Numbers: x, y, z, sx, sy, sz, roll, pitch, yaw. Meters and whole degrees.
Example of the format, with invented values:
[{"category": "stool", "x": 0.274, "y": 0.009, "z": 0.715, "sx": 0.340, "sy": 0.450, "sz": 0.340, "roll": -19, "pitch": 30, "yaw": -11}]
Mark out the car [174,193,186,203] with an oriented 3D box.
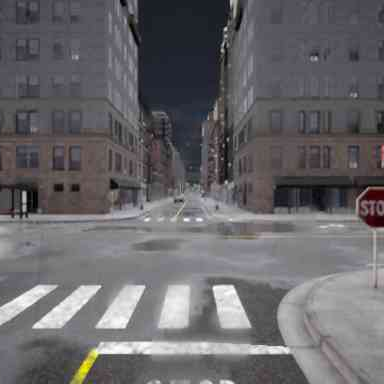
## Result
[{"category": "car", "x": -2.701, "y": 1.487, "z": 69.010, "sx": 1.882, "sy": 1.535, "sz": 5.008, "roll": 0, "pitch": 0, "yaw": 0}]
